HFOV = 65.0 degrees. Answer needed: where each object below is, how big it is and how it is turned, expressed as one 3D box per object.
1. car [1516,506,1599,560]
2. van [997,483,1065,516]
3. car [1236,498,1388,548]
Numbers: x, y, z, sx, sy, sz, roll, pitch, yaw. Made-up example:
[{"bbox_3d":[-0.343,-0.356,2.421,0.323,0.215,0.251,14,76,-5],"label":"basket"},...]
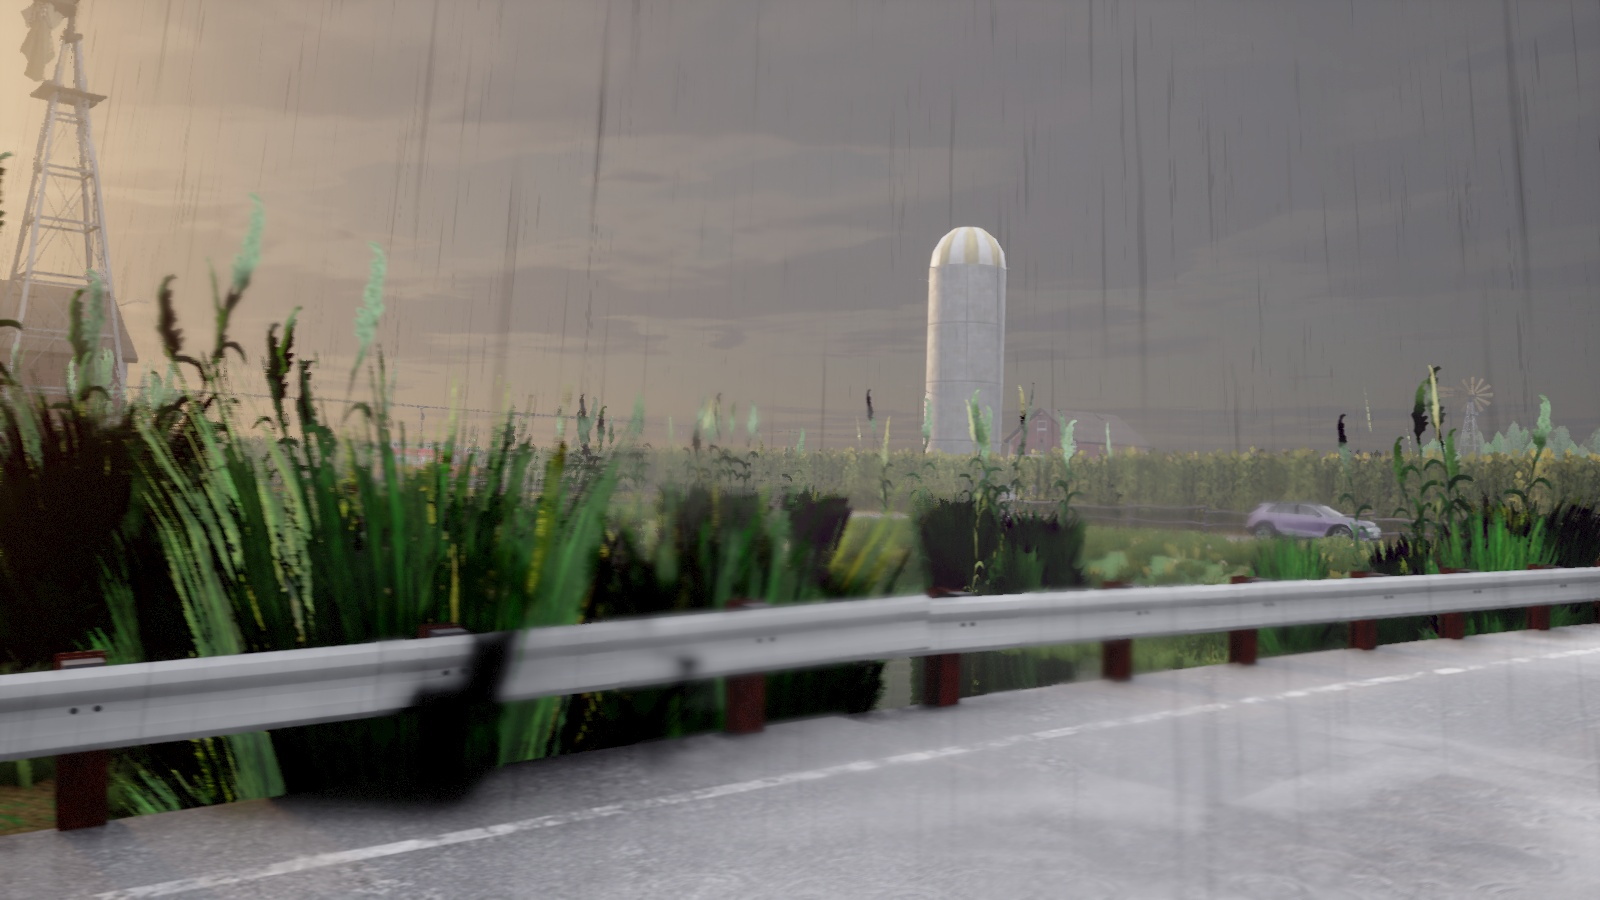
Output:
[{"bbox_3d":[25.453,2.670,40.203,1.851,1.617,3.988,3,-2,-43],"label":"car"},{"bbox_3d":[14.319,3.074,77.835,4.442,1.987,1.775,3,-2,-42],"label":"van"},{"bbox_3d":[19.138,2.687,47.066,2.033,1.649,4.856,3,-2,-43],"label":"car"}]
